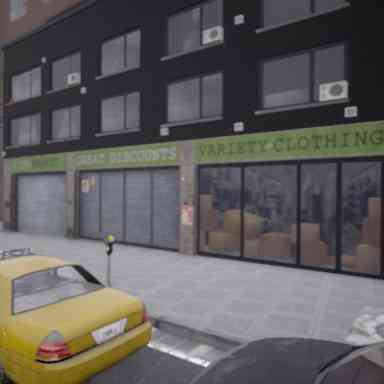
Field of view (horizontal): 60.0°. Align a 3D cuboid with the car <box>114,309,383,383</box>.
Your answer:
[{"bbox_3d":[1.880,1.549,1.750,4.403,1.369,2.008,0,1,36],"label":"car"}]

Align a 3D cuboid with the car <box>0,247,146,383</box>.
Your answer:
[{"bbox_3d":[-2.806,1.538,5.093,4.829,1.417,1.752,0,1,36],"label":"car"}]
